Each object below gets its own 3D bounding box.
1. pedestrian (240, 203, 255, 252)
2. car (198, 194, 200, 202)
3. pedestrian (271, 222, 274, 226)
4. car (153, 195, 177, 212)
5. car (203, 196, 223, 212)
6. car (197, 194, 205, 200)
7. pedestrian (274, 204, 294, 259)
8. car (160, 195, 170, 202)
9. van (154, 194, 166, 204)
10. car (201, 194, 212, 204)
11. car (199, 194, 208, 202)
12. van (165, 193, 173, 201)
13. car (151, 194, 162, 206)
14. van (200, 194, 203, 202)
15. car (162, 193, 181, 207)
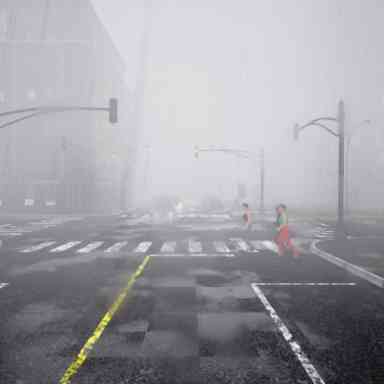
[{"bbox_3d":[2.054,1.290,12.437,0.375,1.860,0.375,-1,1,0],"label":"pedestrian"},{"bbox_3d":[2.577,1.485,60.678,1.887,1.381,4.507,-1,0,0],"label":"car"},{"bbox_3d":[3.130,1.290,11.841,0.375,1.860,0.375,-1,1,0],"label":"pedestrian"},{"bbox_3d":[-3.140,1.449,39.316,1.882,1.535,5.008,0,0,0],"label":"car"},{"bbox_3d":[2.603,1.518,38.095,1.887,1.381,4.507,-1,0,0],"label":"car"},{"bbox_3d":[2.575,1.307,94.553,1.967,1.590,4.097,-1,0,0],"label":"car"},{"bbox_3d":[3.104,1.290,11.234,0.375,1.860,0.375,-1,1,0],"label":"pedestrian"},{"bbox_3d":[-5.783,1.464,71.927,1.887,1.381,4.507,-1,0,0],"label":"car"},{"bbox_3d":[-5.773,1.281,60.635,1.690,1.788,3.998,-1,0,0],"label":"van"},{"bbox_3d":[2.595,1.405,43.740,1.967,1.590,4.097,-1,0,0],"label":"car"},{"bbox_3d":[2.563,1.348,77.615,1.967,1.590,4.097,-1,0,0],"label":"car"},{"bbox_3d":[-5.798,1.236,83.221,1.690,1.788,3.998,-1,0,0],"label":"van"},{"bbox_3d":[-5.763,1.515,54.990,1.947,1.339,4.313,-1,0,0],"label":"car"},{"bbox_3d":[2.581,1.290,55.032,1.690,1.788,3.998,-1,0,0],"label":"van"},{"bbox_3d":[-3.154,1.309,51.865,2.097,1.767,4.553,0,0,-1],"label":"car"}]
